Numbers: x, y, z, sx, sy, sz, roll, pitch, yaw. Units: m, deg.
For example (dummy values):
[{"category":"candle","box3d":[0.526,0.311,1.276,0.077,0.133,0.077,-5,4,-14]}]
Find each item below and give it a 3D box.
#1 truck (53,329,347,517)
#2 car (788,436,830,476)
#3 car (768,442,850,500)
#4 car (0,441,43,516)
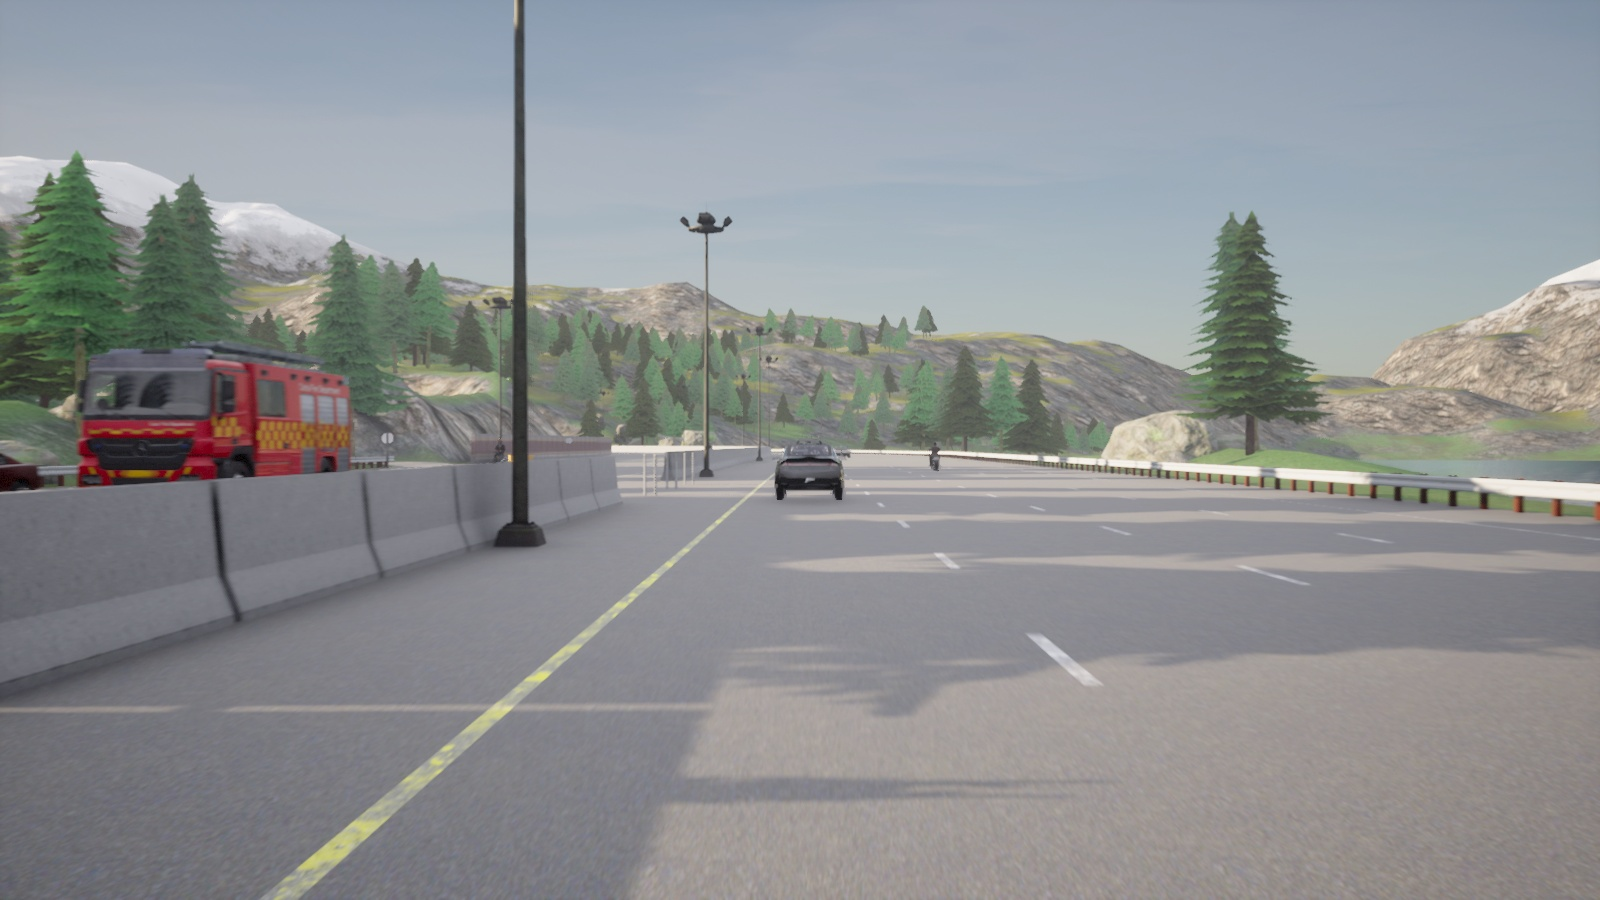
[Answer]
[{"category":"truck","box3d":[-13.779,-0.578,29.869,2.891,3.827,8.468,0,0,0]},{"category":"car","box3d":[0.437,0.264,60.372,1.932,1.855,4.605,0,0,0]},{"category":"car","box3d":[0.258,0.529,35.083,2.128,1.511,4.902,0,0,0]},{"category":"car","box3d":[-17.316,0.587,24.632,1.882,1.535,5.008,0,0,0]}]
